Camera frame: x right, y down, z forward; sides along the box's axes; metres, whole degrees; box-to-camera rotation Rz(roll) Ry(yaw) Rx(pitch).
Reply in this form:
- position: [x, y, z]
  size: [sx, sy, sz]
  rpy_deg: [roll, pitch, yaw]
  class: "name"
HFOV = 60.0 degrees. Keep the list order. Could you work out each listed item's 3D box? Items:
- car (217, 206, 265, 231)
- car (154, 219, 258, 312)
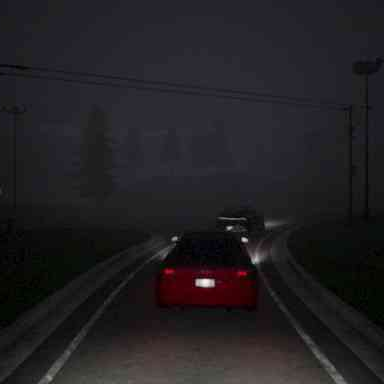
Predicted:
- position: [2.760, 1.497, 18.253]
  size: [2.128, 1.511, 4.902]
  rpy_deg: [0, 0, 22]
  class: "car"
- position: [0.400, 1.566, 7.842]
  size: [1.994, 1.385, 4.181]
  rpy_deg: [0, 0, 5]
  class: "car"
